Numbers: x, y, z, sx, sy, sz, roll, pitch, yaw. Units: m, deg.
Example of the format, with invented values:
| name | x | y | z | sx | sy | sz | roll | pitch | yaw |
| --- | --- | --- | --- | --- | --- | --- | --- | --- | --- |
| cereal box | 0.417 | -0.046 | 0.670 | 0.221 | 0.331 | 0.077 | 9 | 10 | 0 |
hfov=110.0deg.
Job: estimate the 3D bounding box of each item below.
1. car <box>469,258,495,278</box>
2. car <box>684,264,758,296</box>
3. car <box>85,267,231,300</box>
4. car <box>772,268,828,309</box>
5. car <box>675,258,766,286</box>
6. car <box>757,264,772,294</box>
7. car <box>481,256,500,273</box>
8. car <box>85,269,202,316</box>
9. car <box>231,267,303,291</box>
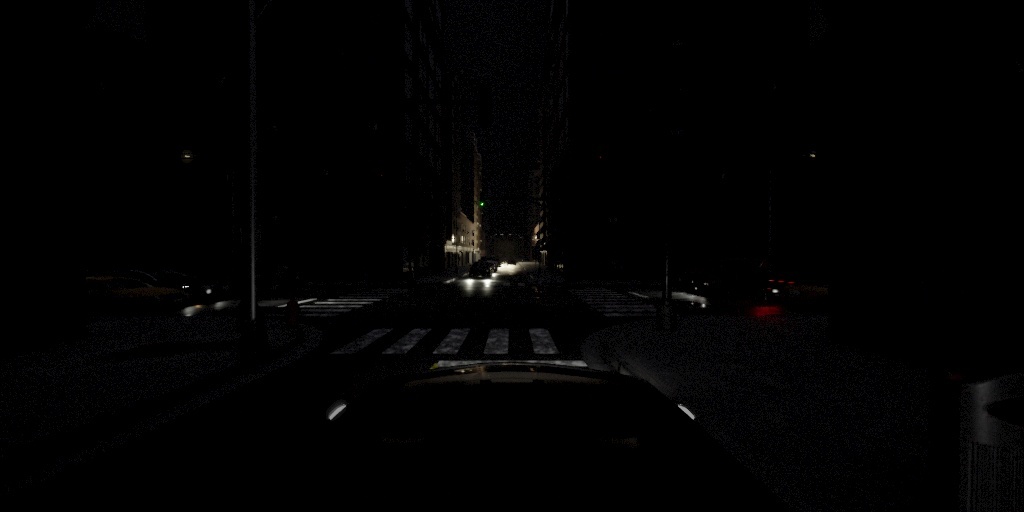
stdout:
| name | x | y | z | sx | sy | sz | roll | pitch | yaw |
| --- | --- | --- | --- | --- | --- | --- | --- | --- | --- |
| car | -2.917 | 1.222 | 33.813 | 1.882 | 1.535 | 5.008 | 0 | 0 | 0 |
| car | 12.133 | 1.278 | 18.338 | 5.357 | 1.411 | 2.033 | 0 | 0 | 3 |
| car | -15.484 | 1.261 | 15.395 | 4.902 | 1.511 | 2.128 | 0 | 0 | 0 |
| car | 12.479 | 1.281 | 12.889 | 4.829 | 1.417 | 1.751 | 0 | 0 | 0 |
| car | 12.312 | 1.033 | 20.914 | 5.009 | 1.841 | 2.192 | 0 | 0 | 0 |
| car | 13.708 | 1.247 | 15.400 | 4.892 | 1.490 | 1.837 | 0 | 0 | 0 |
| car | -2.938 | 0.958 | 44.521 | 2.150 | 2.045 | 5.566 | 0 | 0 | 0 |
| car | -14.404 | 1.306 | 12.870 | 4.829 | 1.417 | 1.751 | 0 | 0 | 0 |
| car | -14.571 | 1.309 | 20.895 | 4.313 | 1.339 | 1.948 | 0 | 0 | 0 |
